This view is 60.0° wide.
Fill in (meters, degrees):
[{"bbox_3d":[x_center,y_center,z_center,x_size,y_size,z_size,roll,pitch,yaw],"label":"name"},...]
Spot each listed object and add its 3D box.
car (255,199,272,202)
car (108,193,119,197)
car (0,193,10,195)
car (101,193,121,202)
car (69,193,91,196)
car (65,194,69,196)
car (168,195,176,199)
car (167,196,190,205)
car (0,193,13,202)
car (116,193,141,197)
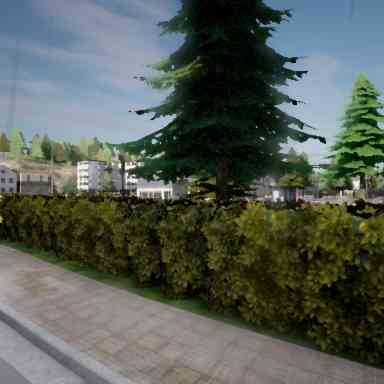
[{"bbox_3d":[9.885,1.478,44.371,5.008,1.535,1.882,0,0,-45],"label":"car"},{"bbox_3d":[-15.228,1.097,70.363,4.605,1.855,1.932,0,0,-45],"label":"car"},{"bbox_3d":[-23.145,1.330,40.971,5.027,1.636,2.152,0,0,-45],"label":"car"},{"bbox_3d":[-17.555,1.077,72.150,3.866,1.878,1.905,0,0,-45],"label":"car"},{"bbox_3d":[-26.509,1.154,81.290,5.027,1.636,2.152,0,0,-45],"label":"car"},{"bbox_3d":[-31.230,1.232,85.648,3.806,1.475,1.970,0,0,-45],"label":"car"},{"bbox_3d":[-1.372,1.221,38.340,5.566,2.045,2.150,0,0,-44],"label":"car"},{"bbox_3d":[-2.321,1.374,56.991,3.633,1.501,1.845,0,0,-45],"label":"car"},{"bbox_3d":[-41.123,1.097,71.368,4.605,1.855,1.932,0,0,-45],"label":"car"},{"bbox_3d":[-9.708,1.384,53.927,3.806,1.475,1.970,0,0,-45],"label":"car"}]
